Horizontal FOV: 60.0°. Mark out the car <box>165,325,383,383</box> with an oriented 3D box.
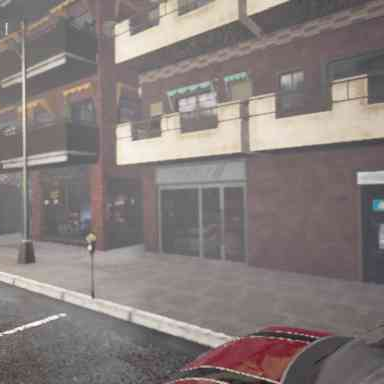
[{"bbox_3d":[1.557,1.439,1.784,4.097,1.590,1.967,0,-1,36],"label":"car"}]
